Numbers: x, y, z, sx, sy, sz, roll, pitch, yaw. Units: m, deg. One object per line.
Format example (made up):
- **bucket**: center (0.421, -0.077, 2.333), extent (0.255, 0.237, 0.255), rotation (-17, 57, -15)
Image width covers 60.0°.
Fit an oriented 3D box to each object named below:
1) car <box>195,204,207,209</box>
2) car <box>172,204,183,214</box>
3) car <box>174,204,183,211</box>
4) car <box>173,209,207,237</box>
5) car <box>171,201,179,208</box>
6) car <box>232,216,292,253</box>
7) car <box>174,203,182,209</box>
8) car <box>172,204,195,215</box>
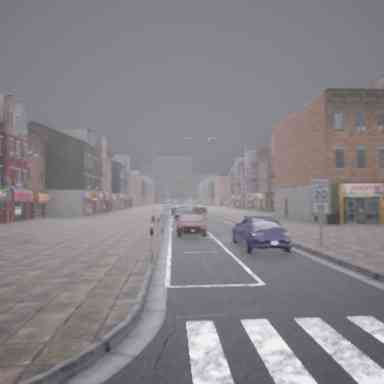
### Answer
- **car**: center (1.109, 2.517, 48.130), extent (1.882, 1.535, 5.008), rotation (0, -1, -3)
- **car**: center (-2.410, 2.736, 55.039), extent (1.837, 1.490, 4.892), rotation (0, -1, -3)
- **car**: center (-2.888, 3.163, 70.284), extent (2.008, 1.369, 4.403), rotation (0, -1, -3)
- **car**: center (-0.078, 1.986, 20.933), extent (1.887, 1.381, 4.507), rotation (0, -1, -3)
- **car**: center (-2.007, 2.540, 48.052), extent (1.882, 1.535, 5.008), rotation (0, -1, -3)
- **car**: center (3.025, 1.816, 14.989), extent (1.812, 1.442, 4.674), rotation (0, -1, -3)
- **car**: center (-3.512, 3.442, 81.251), extent (1.887, 1.381, 4.507), rotation (0, -1, -3)
- **car**: center (-1.015, 2.375, 37.383), extent (1.947, 1.339, 4.313), rotation (0, -1, -3)
